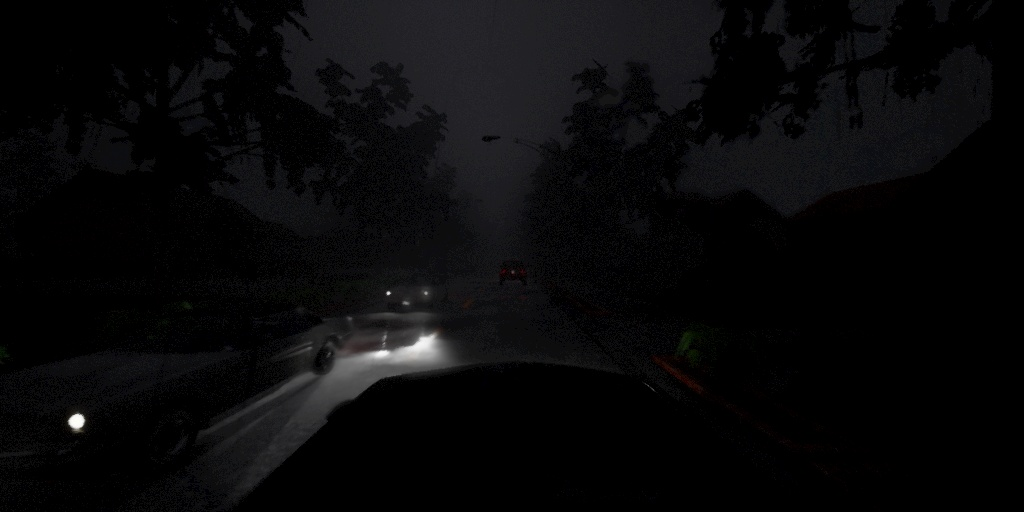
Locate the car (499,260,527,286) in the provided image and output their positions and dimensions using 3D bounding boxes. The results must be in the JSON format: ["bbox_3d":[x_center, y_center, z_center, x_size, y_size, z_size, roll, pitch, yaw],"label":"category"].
[{"bbox_3d":[0.089,1.331,29.789,2.150,2.045,5.566,0,-1,0],"label":"car"}]

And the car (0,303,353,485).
[{"bbox_3d":[-4.097,1.392,4.921,1.895,1.301,4.718,0,-1,0],"label":"car"}]

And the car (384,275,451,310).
[{"bbox_3d":[-4.004,1.532,15.892,1.895,1.301,4.718,0,-1,0],"label":"car"}]
